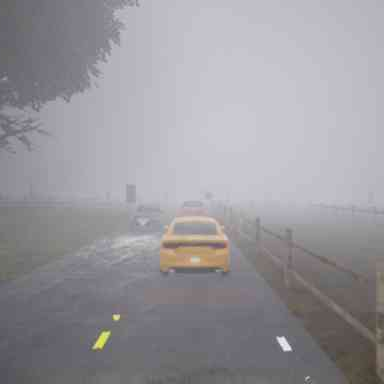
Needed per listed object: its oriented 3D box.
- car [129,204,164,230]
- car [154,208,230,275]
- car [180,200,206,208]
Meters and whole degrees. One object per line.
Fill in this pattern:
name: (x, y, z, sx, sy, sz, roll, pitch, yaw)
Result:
car: (-2.847, 1.566, 21.670, 2.128, 1.511, 4.902, 0, 0, 0)
car: (0.081, 1.518, 10.640, 1.882, 1.535, 5.008, 0, 0, 0)
car: (0.082, 1.441, 27.067, 2.097, 1.767, 4.553, 0, 0, 0)
